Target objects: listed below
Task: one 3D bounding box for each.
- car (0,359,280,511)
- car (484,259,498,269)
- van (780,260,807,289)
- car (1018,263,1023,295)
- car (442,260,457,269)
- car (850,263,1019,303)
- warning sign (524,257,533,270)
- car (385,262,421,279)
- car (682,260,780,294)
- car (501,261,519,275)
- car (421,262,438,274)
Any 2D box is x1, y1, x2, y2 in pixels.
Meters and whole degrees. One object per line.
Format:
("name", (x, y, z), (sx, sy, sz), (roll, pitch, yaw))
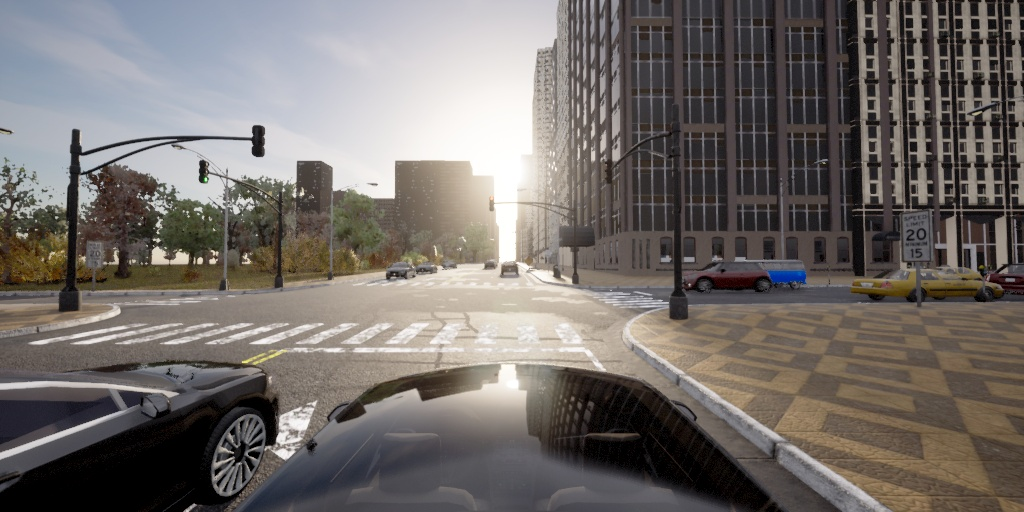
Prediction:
("car", (-3.140, 1.242, 1.495), (2.128, 1.511, 4.902), (0, 0, -1))
("car", (-3.815, 1.461, 62.736), (1.837, 1.490, 4.892), (0, 0, -1))
("van", (15.760, 1.123, 22.087), (3.998, 1.789, 1.690), (0, 0, -1))
("car", (21.629, 0.962, 14.190), (4.097, 1.591, 1.967), (0, 0, -1))
("car", (-10.359, 1.429, 59.607), (2.128, 1.511, 4.902), (0, 0, 0))
("car", (16.216, 1.075, 14.073), (4.829, 1.417, 1.751), (0, 0, -1))
("warning sign", (2.396, 1.003, 50.903), (1.300, 1.860, 1.060), (0, 0, -1))
("car", (-10.148, 1.321, 33.073), (1.837, 1.490, 4.892), (0, 0, -2))
("car", (11.317, 1.084, 19.449), (4.553, 1.767, 2.097), (0, -2, 0))
("car", (-0.267, 1.323, 41.614), (1.882, 1.535, 5.008), (0, 0, -1))
("car", (-10.225, 1.415, 42.970), (1.994, 1.385, 4.181), (0, 0, 0))
